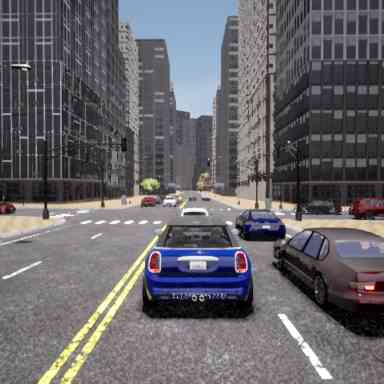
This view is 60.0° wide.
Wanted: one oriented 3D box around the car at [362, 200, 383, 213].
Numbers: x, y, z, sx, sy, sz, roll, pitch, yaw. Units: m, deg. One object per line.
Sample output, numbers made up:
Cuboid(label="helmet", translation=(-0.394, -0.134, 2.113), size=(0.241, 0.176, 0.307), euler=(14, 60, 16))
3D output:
Cuboid(label="car", translation=(21.871, 1.632, 37.057), size=(4.829, 1.417, 1.752), euler=(1, 0, 1))

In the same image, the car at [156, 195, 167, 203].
Cuboid(label="car", translation=(-6.385, 1.397, 70.322), size=(1.882, 1.535, 5.008), euler=(0, 0, 0))

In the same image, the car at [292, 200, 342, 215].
Cuboid(label="car", translation=(12.973, 1.576, 34.726), size=(4.892, 1.490, 1.837), euler=(1, 1, 3))

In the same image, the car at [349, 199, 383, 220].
Cuboid(label="car", translation=(16.249, 1.511, 28.779), size=(5.009, 1.841, 2.192), euler=(1, 0, 1))

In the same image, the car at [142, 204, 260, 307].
Cuboid(label="car", translation=(0.113, 1.346, 8.131), size=(2.097, 1.767, 4.553), euler=(0, 0, 0))

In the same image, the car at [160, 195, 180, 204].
Cuboid(label="car", translation=(-3.259, 1.476, 49.776), size=(1.812, 1.442, 4.674), euler=(0, 0, 0))

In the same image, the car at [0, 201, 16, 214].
Cuboid(label="car", translation=(-19.340, 1.399, 32.012), size=(4.181, 1.385, 1.994), euler=(1, 1, 1))

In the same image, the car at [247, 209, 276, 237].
Cuboid(label="car", translation=(3.376, 1.550, 17.030), size=(1.994, 1.385, 4.181), euler=(0, 0, 0))

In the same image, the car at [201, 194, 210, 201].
Cuboid(label="car", translation=(3.383, 1.490, 80.036), size=(1.895, 1.301, 4.718), euler=(0, 0, 0))

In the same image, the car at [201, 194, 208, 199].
Cuboid(label="car", translation=(3.399, 1.240, 90.008), size=(1.812, 1.442, 4.674), euler=(0, 0, 0))

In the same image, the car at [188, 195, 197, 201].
Cuboid(label="car", translation=(0.132, 1.429, 79.796), size=(2.128, 1.511, 4.902), euler=(0, 0, 0))

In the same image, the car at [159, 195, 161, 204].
Cuboid(label="car", translation=(-6.477, 1.483, 59.952), size=(2.033, 1.411, 5.357), euler=(0, 0, 0))

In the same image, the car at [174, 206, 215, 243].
Cuboid(label="car", translation=(0.127, 1.512, 16.988), size=(1.812, 1.442, 4.674), euler=(0, 0, 0))

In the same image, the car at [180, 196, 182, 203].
Cuboid(label="car", translation=(-3.228, 1.484, 59.467), size=(2.033, 1.411, 5.357), euler=(0, 0, 0))

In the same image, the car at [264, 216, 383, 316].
Cuboid(label="car", translation=(3.362, 1.542, 7.791), size=(2.033, 1.411, 5.357), euler=(0, 0, 0))

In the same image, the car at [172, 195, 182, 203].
Cuboid(label="car", translation=(-3.135, 1.398, 69.682), size=(1.882, 1.535, 5.008), euler=(0, 0, 0))

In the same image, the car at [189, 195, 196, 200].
Cuboid(label="car", translation=(0.149, 1.424, 90.015), size=(2.033, 1.411, 5.357), euler=(0, 0, 0))

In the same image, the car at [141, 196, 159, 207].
Cuboid(label="car", translation=(-6.508, 1.428, 50.025), size=(1.882, 1.535, 5.008), euler=(0, 0, 0))
